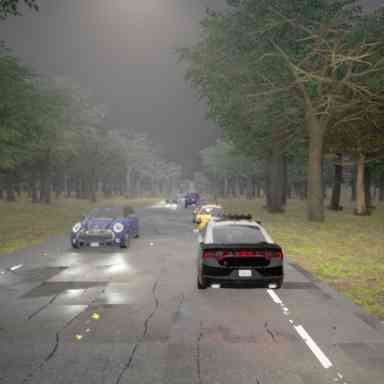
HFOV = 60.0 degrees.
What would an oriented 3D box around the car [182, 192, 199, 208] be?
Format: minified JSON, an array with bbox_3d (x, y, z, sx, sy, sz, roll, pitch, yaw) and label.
[{"bbox_3d":[0.109,1.106,45.873,2.150,2.045,5.566,0,0,0],"label":"car"}]

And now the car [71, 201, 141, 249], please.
[{"bbox_3d":[-3.570,1.337,14.476,2.097,1.767,4.553,0,0,0],"label":"car"}]

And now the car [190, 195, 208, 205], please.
[{"bbox_3d":[1.101,1.313,25.110,2.097,1.767,4.553,0,0,0],"label":"car"}]

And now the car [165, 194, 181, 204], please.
[{"bbox_3d":[-3.468,1.322,56.616,2.128,1.511,4.902,0,0,0],"label":"car"}]

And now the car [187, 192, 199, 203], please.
[{"bbox_3d":[0.132,1.009,64.143,2.150,2.045,5.566,0,0,0],"label":"car"}]

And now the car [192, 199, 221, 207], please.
[{"bbox_3d":[1.090,1.431,19.328,1.801,1.575,5.366,0,0,0],"label":"car"}]

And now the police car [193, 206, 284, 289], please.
[{"bbox_3d":[1.069,1.418,9.246,1.930,1.638,5.238,0,0,0],"label":"police car"}]
